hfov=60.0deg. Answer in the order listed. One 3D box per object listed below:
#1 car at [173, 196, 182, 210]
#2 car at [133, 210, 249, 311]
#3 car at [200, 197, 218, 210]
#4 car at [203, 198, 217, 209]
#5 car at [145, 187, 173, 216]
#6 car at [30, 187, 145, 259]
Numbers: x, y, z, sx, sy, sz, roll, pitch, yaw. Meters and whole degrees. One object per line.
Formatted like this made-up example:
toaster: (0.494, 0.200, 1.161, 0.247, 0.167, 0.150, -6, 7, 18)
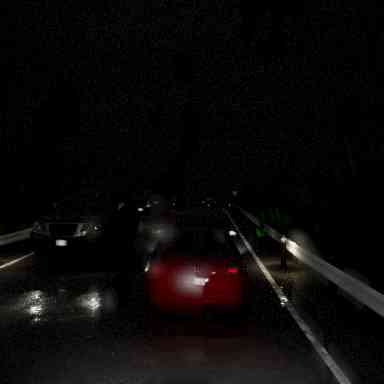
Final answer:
car: (-2.054, 1.113, 32.641, 2.033, 1.411, 5.357, 0, -2, 5)
car: (0.101, 1.393, 7.633, 1.994, 1.385, 4.181, 0, 3, 1)
car: (1.986, 1.326, 38.657, 1.812, 1.442, 4.674, 0, -2, 4)
car: (2.640, 1.632, 48.802, 1.882, 1.535, 5.008, 0, -2, 2)
car: (-2.813, 0.648, 22.046, 2.150, 2.045, 5.566, 0, 0, 4)
car: (-3.336, 0.883, 11.573, 2.150, 2.045, 5.566, 0, 2, 3)
